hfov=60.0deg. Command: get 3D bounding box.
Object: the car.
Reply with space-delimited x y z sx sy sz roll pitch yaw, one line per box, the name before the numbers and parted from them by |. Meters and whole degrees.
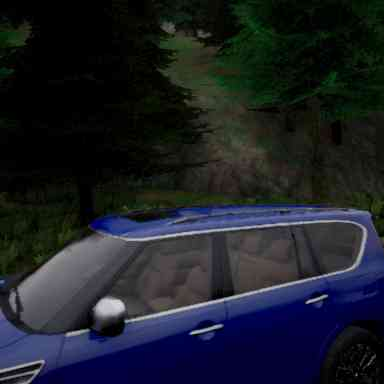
car | -0.276 1.201 3.373 5.566 2.045 2.150 -1 0 -27
